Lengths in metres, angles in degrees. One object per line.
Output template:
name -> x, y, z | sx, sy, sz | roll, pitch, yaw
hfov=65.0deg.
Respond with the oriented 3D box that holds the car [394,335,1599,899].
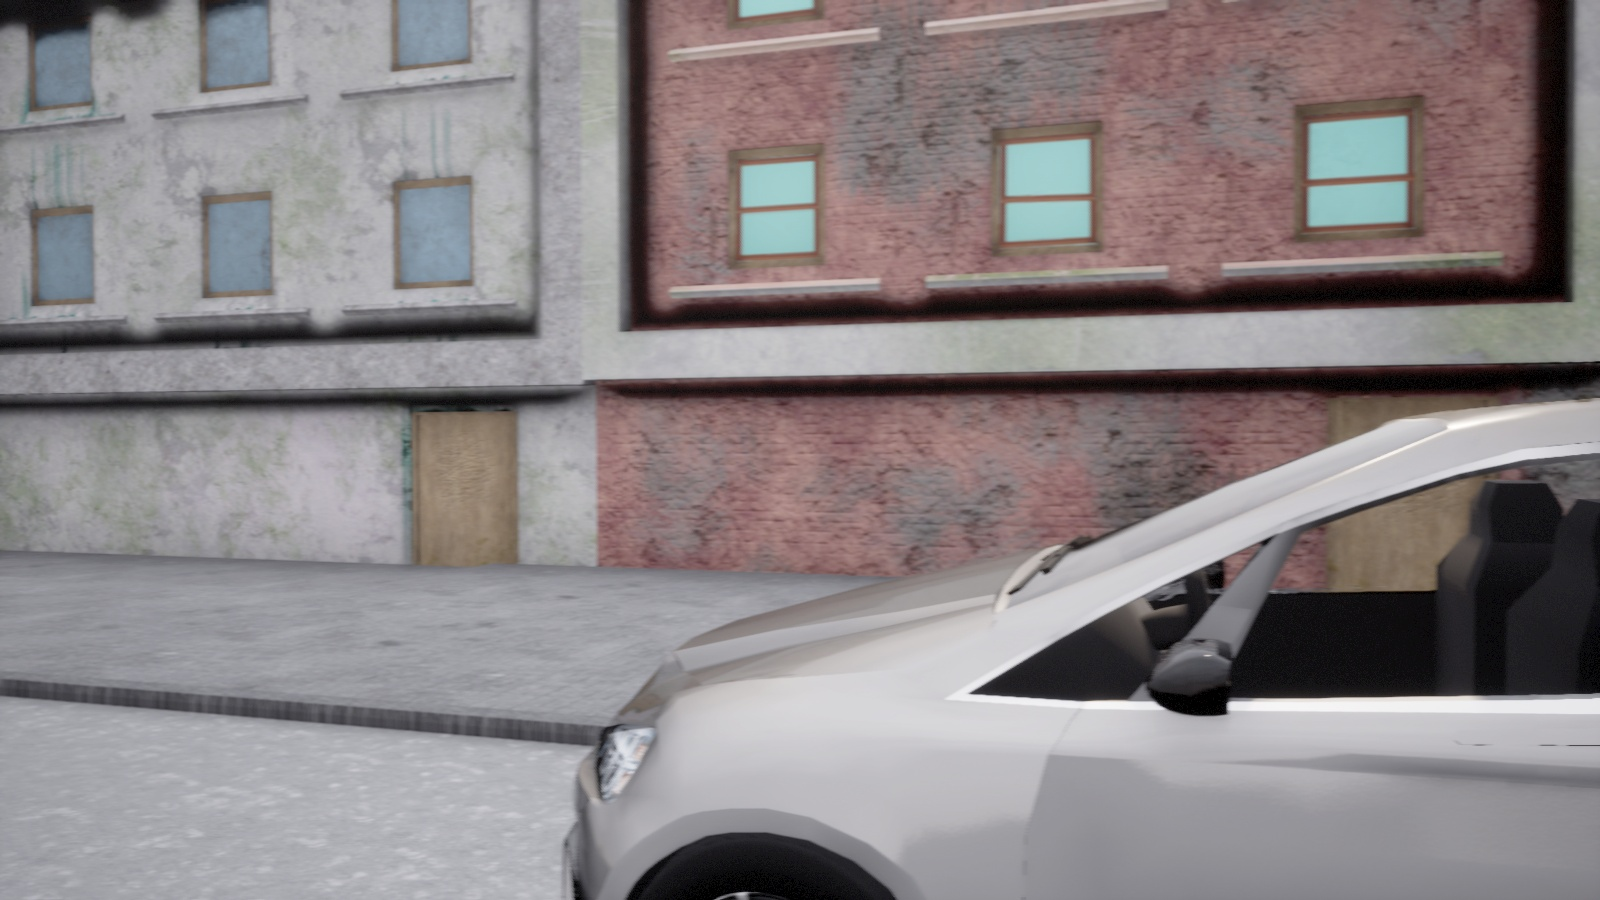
car -> 1.623, 0.627, 3.174 | 4.611, 1.667, 2.242 | 1, 1, 18
